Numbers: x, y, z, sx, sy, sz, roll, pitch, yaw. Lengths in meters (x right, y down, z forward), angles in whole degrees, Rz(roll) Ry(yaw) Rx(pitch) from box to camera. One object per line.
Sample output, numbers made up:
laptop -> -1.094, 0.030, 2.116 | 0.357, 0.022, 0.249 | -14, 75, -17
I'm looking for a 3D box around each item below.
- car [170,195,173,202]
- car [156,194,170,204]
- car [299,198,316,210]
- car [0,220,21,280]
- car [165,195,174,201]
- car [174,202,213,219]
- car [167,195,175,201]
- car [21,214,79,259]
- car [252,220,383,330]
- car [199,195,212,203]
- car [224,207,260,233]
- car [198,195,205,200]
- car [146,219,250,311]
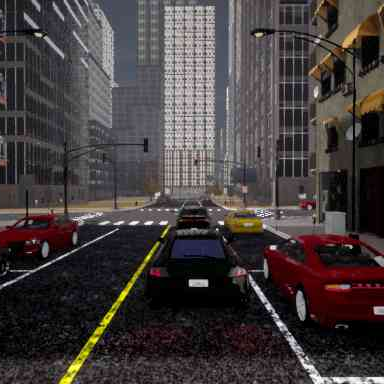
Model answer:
car -> -5.661, 1.313, 67.079 | 2.192, 1.841, 5.009 | -1, 0, 0
car -> -5.663, 1.542, 61.519 | 1.887, 1.381, 4.507 | -1, 0, 0
car -> 14.273, 1.256, 37.104 | 4.507, 1.381, 1.887 | -1, 1, 0
car -> -5.696, 1.439, 6.958 | 1.967, 1.590, 4.097 | -1, 0, 0
car -> -5.650, 1.524, 83.587 | 1.752, 1.417, 4.829 | -1, 0, 0
car -> 0.087, 1.503, 17.807 | 1.837, 1.490, 4.892 | 0, 0, -1
car -> -5.646, 1.544, 89.316 | 1.887, 1.381, 4.507 | -1, 0, 0
car -> -5.692, 1.543, 12.482 | 1.887, 1.381, 4.507 | -1, 0, 0
car -> 2.686, 1.544, 6.940 | 1.887, 1.381, 4.507 | -1, 0, 0
car -> 2.716, 1.438, 61.513 | 1.967, 1.590, 4.097 | -1, 0, 0
car -> 2.692, 1.523, 18.156 | 1.752, 1.417, 4.829 | -1, 0, 0
car -> 2.738, 1.582, 94.870 | 1.802, 1.307, 4.206 | -1, 0, 0
car -> 0.107, 1.563, 7.823 | 1.994, 1.385, 4.181 | 0, 0, 0
